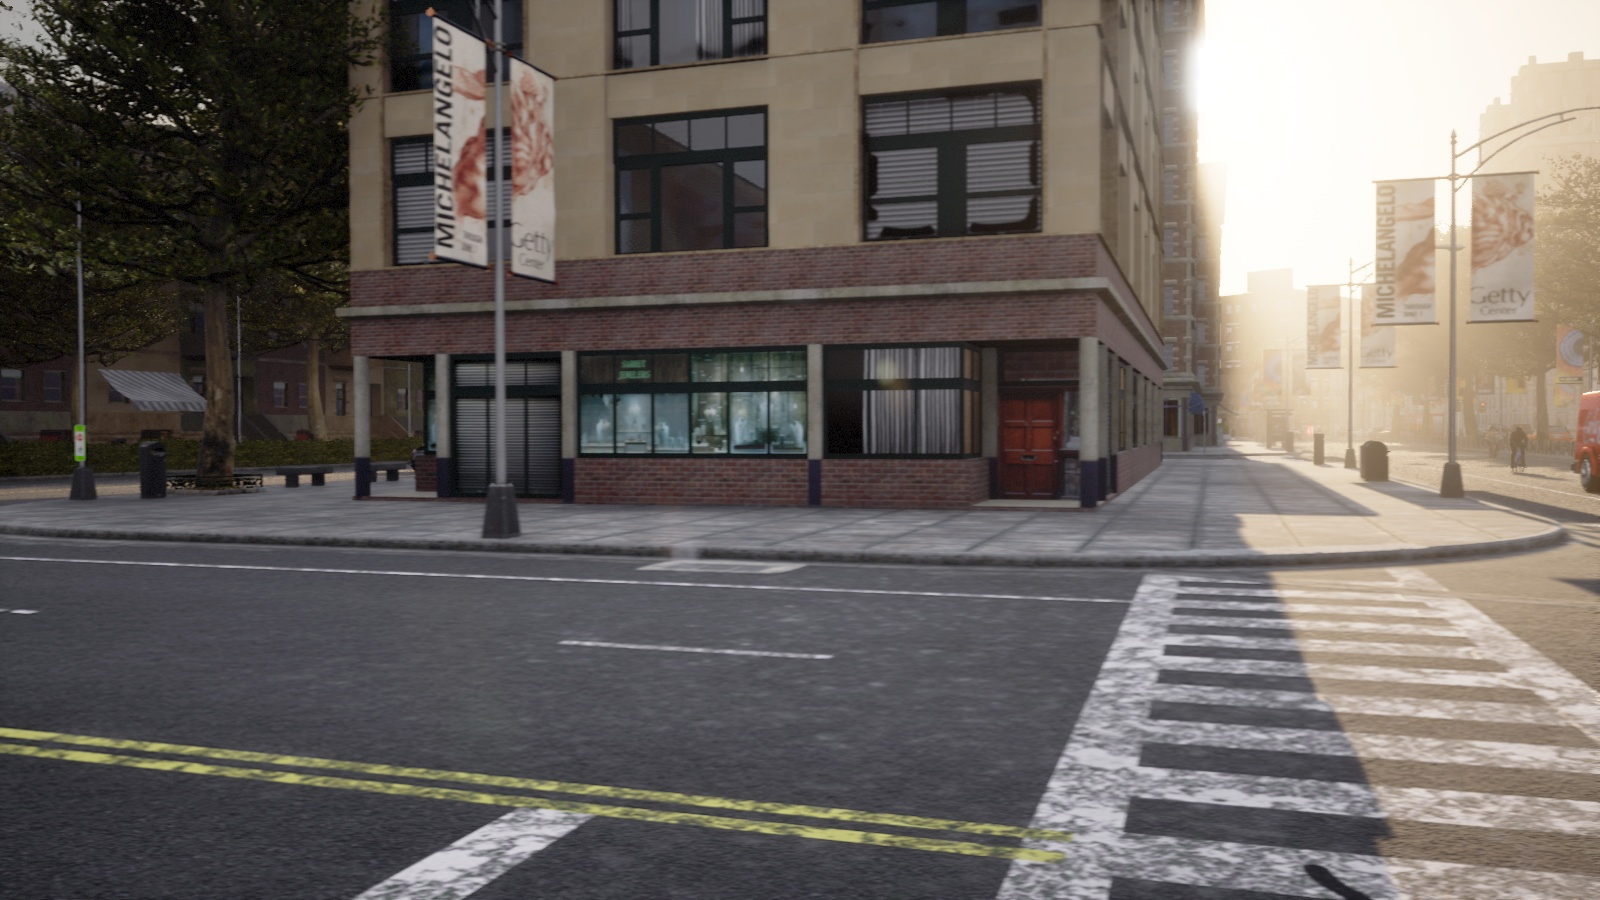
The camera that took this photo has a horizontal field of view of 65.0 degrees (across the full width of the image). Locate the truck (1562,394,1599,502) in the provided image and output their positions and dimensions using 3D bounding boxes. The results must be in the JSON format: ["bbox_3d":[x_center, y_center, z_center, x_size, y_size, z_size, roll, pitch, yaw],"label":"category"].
[{"bbox_3d":[19.583,-0.045,28.642,2.627,2.467,5.204,1,1,18],"label":"truck"}]

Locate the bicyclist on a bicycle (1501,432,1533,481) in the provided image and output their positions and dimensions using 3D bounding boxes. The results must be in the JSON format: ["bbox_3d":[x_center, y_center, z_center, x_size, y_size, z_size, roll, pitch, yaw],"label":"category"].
[{"bbox_3d":[24.035,0.195,42.136,0.582,1.620,1.656,0,1,18],"label":"bicyclist on a bicycle"}]

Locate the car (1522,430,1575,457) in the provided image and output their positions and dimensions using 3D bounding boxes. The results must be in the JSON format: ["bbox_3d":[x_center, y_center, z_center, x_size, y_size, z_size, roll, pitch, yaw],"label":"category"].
[{"bbox_3d":[50.180,-0.476,84.299,2.097,1.767,4.553,1,1,18],"label":"car"}]
